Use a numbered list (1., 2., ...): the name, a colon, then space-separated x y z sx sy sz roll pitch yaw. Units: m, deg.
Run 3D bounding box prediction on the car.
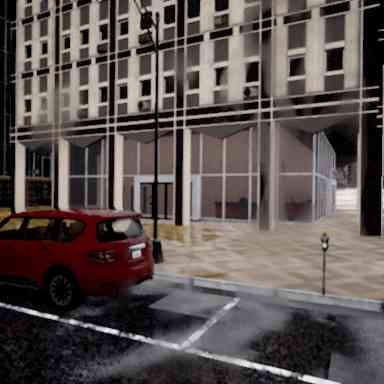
1. car: -3.228 1.299 7.621 5.009 1.841 2.192 0 1 26
